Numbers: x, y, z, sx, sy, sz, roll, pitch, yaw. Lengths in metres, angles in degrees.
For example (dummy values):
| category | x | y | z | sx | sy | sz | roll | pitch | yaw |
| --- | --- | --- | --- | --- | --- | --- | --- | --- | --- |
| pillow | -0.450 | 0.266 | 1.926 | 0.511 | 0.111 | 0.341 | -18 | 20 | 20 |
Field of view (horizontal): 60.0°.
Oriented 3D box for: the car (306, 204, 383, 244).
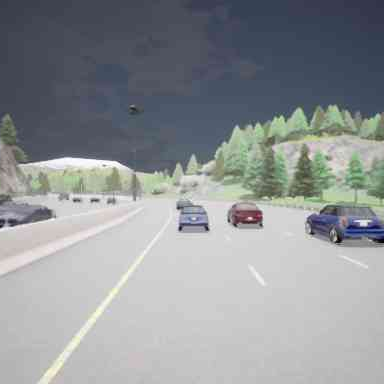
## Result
| category | x | y | z | sx | sy | sz | roll | pitch | yaw |
| --- | --- | --- | --- | --- | --- | --- | --- | --- | --- |
| car | 7.098 | 1.352 | 15.888 | 2.097 | 1.767 | 4.553 | 0 | 0 | 0 |

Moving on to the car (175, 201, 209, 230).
| category | x | y | z | sx | sy | sz | roll | pitch | yaw |
| --- | --- | --- | --- | --- | --- | --- | --- | --- | --- |
| car | 0.082 | 1.548 | 21.195 | 2.033 | 1.411 | 5.357 | 0 | 0 | 0 |

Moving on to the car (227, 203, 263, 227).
| category | x | y | z | sx | sy | sz | roll | pitch | yaw |
| --- | --- | --- | --- | --- | --- | --- | --- | --- | --- |
| car | 3.558 | 1.478 | 23.024 | 1.882 | 1.535 | 5.008 | 0 | 0 | -1 |

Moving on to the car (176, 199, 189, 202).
| category | x | y | z | sx | sy | sz | roll | pitch | yaw |
| --- | --- | --- | --- | --- | --- | --- | --- | --- | --- |
| car | -1.039 | 1.565 | 42.444 | 1.994 | 1.385 | 4.181 | 0 | 0 | -6 |

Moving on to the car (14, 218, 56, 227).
| category | x | y | z | sx | sy | sz | roll | pitch | yaw |
| --- | --- | --- | --- | --- | --- | --- | --- | --- | --- |
| car | -10.631 | 1.549 | 21.741 | 2.033 | 1.411 | 5.357 | 0 | 0 | 0 |
